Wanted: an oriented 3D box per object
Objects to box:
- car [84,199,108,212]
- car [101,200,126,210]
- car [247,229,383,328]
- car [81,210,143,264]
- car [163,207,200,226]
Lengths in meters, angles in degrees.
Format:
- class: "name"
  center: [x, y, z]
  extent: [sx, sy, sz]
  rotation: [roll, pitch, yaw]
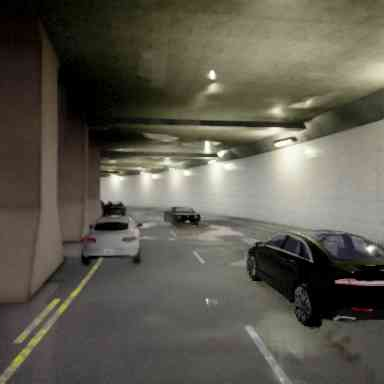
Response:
- class: "car"
  center: [-12.933, 1.751, 44.519]
  extent: [1.837, 1.490, 4.892]
  rotation: [0, 0, -32]
- class: "car"
  center: [-8.194, 1.692, 34.959]
  extent: [2.128, 1.511, 4.902]
  rotation: [0, 0, -23]
- class: "car"
  center: [2.612, 1.548, 7.172]
  extent: [2.128, 1.511, 4.902]
  rotation: [0, 0, -7]
- class: "car"
  center: [-2.811, 1.597, 12.147]
  extent: [1.812, 1.442, 4.674]
  rotation: [0, 0, -9]
- class: "car"
  center: [-0.910, 1.763, 25.153]
  extent: [1.895, 1.301, 4.718]
  rotation: [0, 0, -16]
